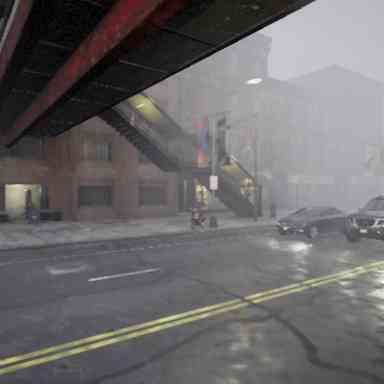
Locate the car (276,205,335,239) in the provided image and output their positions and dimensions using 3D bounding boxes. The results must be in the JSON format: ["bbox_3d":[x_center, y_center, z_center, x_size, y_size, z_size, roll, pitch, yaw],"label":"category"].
[{"bbox_3d":[6.399,1.481,17.235,4.892,1.490,1.837,0,0,-36],"label":"car"}]

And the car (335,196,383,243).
[{"bbox_3d":[9.053,1.194,14.834,5.566,2.045,2.150,0,0,-36],"label":"car"}]
